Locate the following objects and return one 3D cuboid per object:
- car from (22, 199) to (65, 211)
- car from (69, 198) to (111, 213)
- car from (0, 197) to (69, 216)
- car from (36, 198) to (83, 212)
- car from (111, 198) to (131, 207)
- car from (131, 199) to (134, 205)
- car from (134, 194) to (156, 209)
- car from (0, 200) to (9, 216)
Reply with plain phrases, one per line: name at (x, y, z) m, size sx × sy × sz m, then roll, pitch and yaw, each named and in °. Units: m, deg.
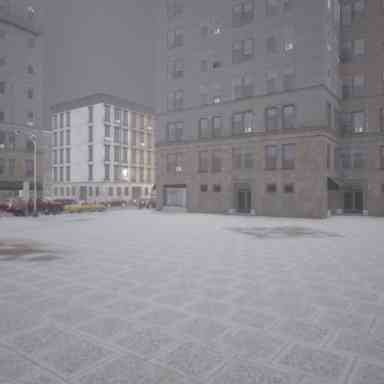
car at (-18.070, 1.542, 40.588) m, size 2.008 × 1.369 × 4.403 m, roll 0°, pitch 0°, yaw 36°
car at (-11.479, 1.554, 36.007) m, size 1.752 × 1.417 × 4.829 m, roll 0°, pitch 0°, yaw 36°
car at (-14.759, 1.342, 31.493) m, size 2.192 × 1.841 × 5.009 m, roll 0°, pitch 0°, yaw 36°
car at (-15.668, 1.509, 39.578) m, size 1.837 × 1.490 × 4.892 m, roll 0°, pitch 0°, yaw 36°
car at (-11.709, 1.539, 49.339) m, size 1.887 × 1.381 × 4.507 m, roll 0°, pitch 0°, yaw 36°
car at (-8.528, 1.436, 53.714) m, size 1.967 × 1.590 × 4.097 m, roll 0°, pitch 0°, yaw 36°
car at (-5.218, 1.472, 44.620) m, size 1.967 × 1.590 × 4.097 m, roll 0°, pitch 0°, yaw 36°
car at (-17.941, 1.577, 27.118) m, size 2.008 × 1.369 × 4.403 m, roll 0°, pitch 0°, yaw 36°
